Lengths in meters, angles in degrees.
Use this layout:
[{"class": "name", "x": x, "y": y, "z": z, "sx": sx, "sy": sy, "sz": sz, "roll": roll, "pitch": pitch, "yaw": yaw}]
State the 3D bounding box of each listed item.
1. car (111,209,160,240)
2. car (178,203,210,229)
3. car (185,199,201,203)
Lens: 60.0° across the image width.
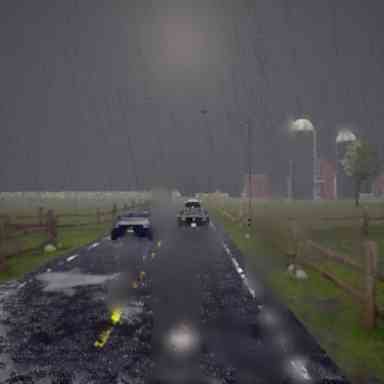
[{"class": "car", "x": -2.750, "y": 1.579, "z": 16.838, "sx": 1.994, "sy": 1.385, "sz": 4.181, "roll": 0, "pitch": 0, "yaw": 0}, {"class": "car", "x": 0.101, "y": 1.623, "z": 21.468, "sx": 1.895, "sy": 1.301, "sz": 4.718, "roll": 0, "pitch": 0, "yaw": 0}, {"class": "car", "x": 0.101, "y": 1.554, "z": 40.630, "sx": 1.882, "sy": 1.535, "sz": 5.008, "roll": 0, "pitch": 0, "yaw": 0}]
